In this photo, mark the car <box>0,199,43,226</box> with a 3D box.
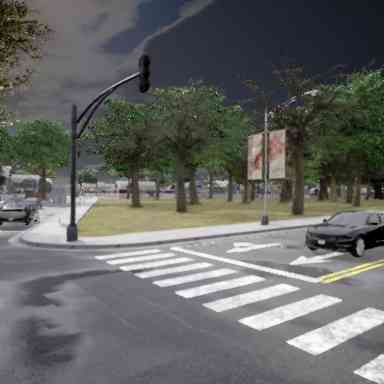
[{"bbox_3d":[-11.930,1.481,23.122,2.128,1.511,4.902,1,0,-15],"label":"car"}]

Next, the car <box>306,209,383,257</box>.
[{"bbox_3d":[6.456,1.460,13.055,5.008,1.535,1.882,0,0,-38],"label":"car"}]

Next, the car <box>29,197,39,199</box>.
[{"bbox_3d":[-19.714,1.416,41.056,1.812,1.442,4.674,1,0,-14],"label":"car"}]
